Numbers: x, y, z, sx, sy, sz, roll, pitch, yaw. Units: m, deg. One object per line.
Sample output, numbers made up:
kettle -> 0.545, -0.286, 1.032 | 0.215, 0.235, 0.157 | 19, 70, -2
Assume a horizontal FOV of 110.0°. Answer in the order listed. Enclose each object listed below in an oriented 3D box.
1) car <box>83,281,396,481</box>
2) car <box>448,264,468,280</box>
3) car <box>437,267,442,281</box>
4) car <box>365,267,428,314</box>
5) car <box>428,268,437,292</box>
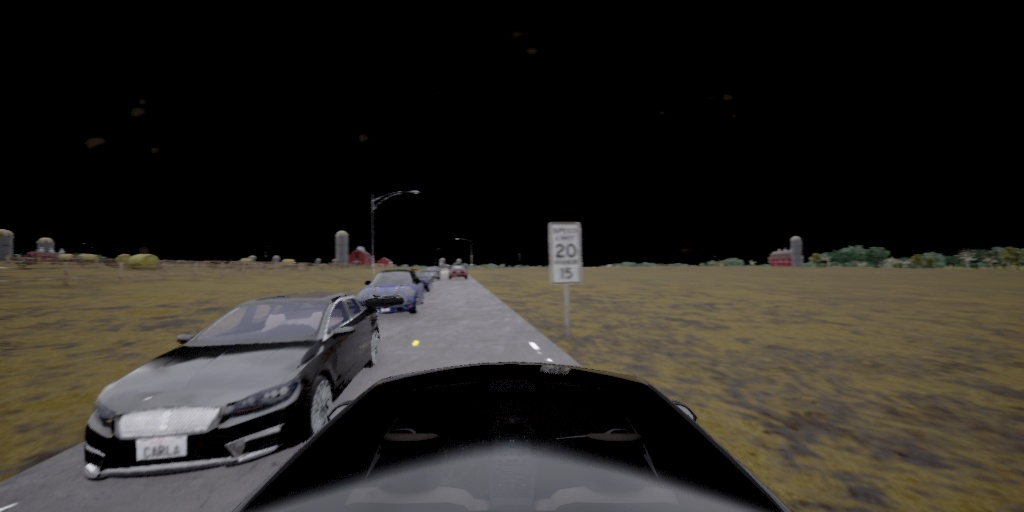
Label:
car -> -3.279, 1.352, 5.356 | 2.128, 1.511, 4.902 | -1, -1, -10
car -> -6.221, 1.760, 41.337 | 2.097, 1.767, 4.553 | -1, -1, -9
car -> -8.828, 1.923, 39.546 | 2.128, 1.511, 4.902 | -1, -1, -9
car -> -4.875, 1.364, 14.964 | 2.097, 1.767, 4.553 | -1, -1, -9
car -> -6.496, 1.771, 24.882 | 1.895, 1.301, 4.718 | -1, -1, -9
